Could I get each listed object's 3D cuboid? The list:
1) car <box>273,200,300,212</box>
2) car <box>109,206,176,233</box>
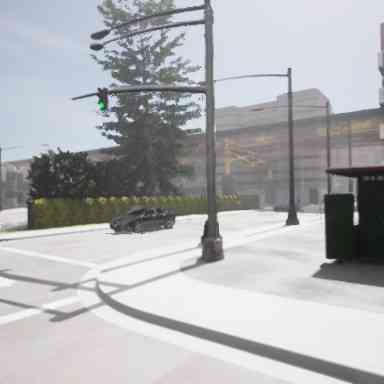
[{"bbox_3d":[11.969,1.764,41.801,2.033,1.411,5.357,-1,-1,36],"label":"car"},{"bbox_3d":[-3.032,1.716,21.227,1.837,1.490,4.892,-1,-1,36],"label":"car"}]
